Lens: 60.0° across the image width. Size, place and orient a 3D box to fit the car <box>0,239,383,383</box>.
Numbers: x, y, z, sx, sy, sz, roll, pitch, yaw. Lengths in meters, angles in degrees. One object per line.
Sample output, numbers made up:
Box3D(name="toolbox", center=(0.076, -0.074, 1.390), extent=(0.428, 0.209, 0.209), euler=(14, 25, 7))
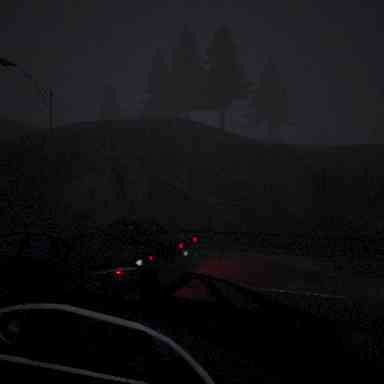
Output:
Box3D(name="car", center=(-0.916, 1.487, 3.031), extent=(4.902, 1.511, 2.128), euler=(0, 0, 21))

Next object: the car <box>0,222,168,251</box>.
Box3D(name="car", center=(-3.491, 1.539, 7.732), extent=(5.357, 1.411, 2.033), euler=(0, 0, 18))

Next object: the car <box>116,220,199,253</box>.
Box3D(name="car", center=(-2.279, 1.591, 10.960), extent=(4.718, 1.301, 1.895), euler=(0, 0, 19))
